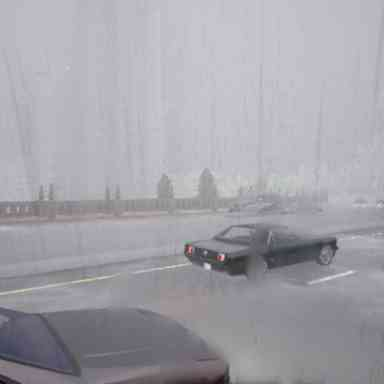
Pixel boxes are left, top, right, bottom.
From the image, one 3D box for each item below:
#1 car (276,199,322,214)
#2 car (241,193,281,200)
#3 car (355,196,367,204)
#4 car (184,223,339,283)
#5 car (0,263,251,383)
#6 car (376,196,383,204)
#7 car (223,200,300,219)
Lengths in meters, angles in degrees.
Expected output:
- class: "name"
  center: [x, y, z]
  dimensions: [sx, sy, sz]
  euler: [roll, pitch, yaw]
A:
- class: "car"
  center: [9.204, 1.477, 28.119]
  dimensions: [4.181, 1.385, 1.994]
  euler: [0, 0, -39]
- class: "car"
  center: [5.836, 1.139, 29.860]
  dimensions: [5.566, 2.045, 2.150]
  euler: [0, 0, -38]
- class: "car"
  center: [30.578, 1.478, 60.136]
  dimensions: [1.994, 1.385, 4.181]
  euler: [0, 0, 28]
- class: "car"
  center: [2.197, 1.569, 9.618]
  dimensions: [4.718, 1.301, 1.895]
  euler: [0, 0, -36]
- class: "car"
  center: [-2.182, 1.550, 2.190]
  dimensions: [5.357, 1.411, 2.033]
  euler: [0, 0, -36]
- class: "car"
  center: [34.324, 1.465, 59.786]
  dimensions: [1.994, 1.385, 4.181]
  euler: [0, 0, 27]
- class: "car"
  center: [3.949, 1.446, 19.776]
  dimensions: [4.892, 1.490, 1.837]
  euler: [0, 0, -36]
